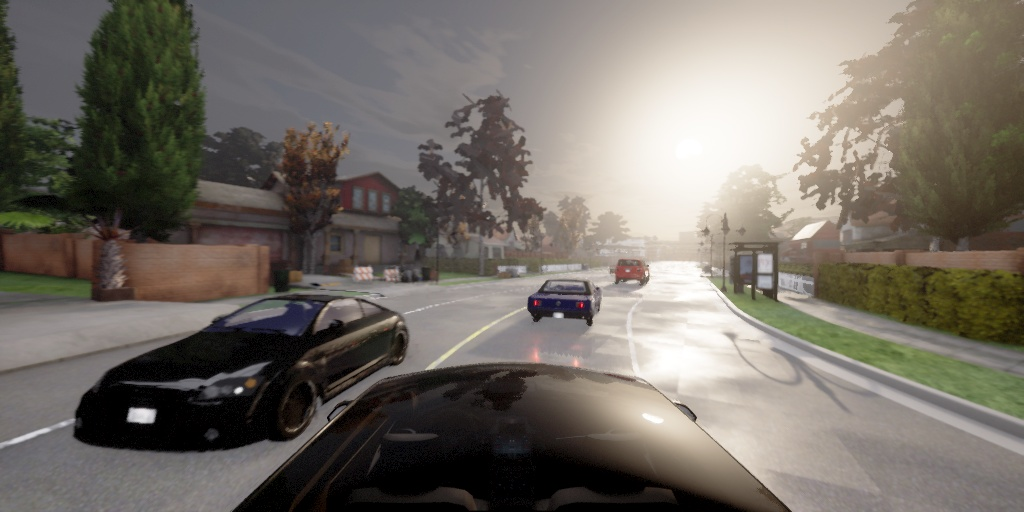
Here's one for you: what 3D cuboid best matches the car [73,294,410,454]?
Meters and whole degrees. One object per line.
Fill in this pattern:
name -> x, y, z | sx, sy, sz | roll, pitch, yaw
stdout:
car -> -3.134, 1.281, 5.257 | 1.994, 1.385, 4.181 | 1, 0, 7

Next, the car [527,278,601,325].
car -> 1.995, 1.408, 12.226 | 1.895, 1.301, 4.718 | 1, 0, 18

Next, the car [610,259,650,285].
car -> 9.896, 1.239, 29.380 | 2.150, 2.045, 5.566 | 1, 0, 26
